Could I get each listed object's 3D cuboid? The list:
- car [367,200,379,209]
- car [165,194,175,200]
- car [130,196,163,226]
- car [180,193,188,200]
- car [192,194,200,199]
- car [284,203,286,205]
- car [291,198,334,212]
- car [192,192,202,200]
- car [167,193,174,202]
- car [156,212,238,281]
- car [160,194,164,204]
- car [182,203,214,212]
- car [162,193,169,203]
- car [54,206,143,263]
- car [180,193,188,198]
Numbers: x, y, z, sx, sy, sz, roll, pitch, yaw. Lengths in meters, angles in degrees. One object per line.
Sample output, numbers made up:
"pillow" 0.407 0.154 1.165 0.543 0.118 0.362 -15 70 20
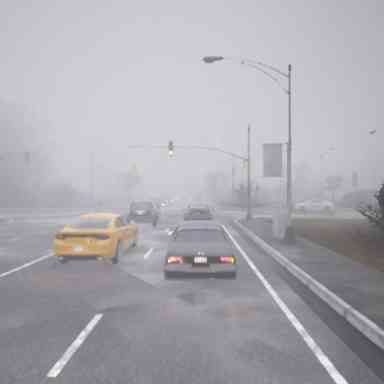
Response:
"car" 23.072 1.536 38.839 4.674 1.442 1.812 0 0 -2
"car" -5.609 1.244 85.988 2.128 1.511 4.902 0 1 1
"car" -3.379 1.368 23.341 2.097 1.767 4.553 0 0 -2
"car" -2.110 1.266 85.092 1.837 1.490 4.892 0 1 1
"car" 1.178 1.162 95.436 1.895 1.301 4.718 0 1 -4
"car" 14.118 1.485 41.991 5.008 1.535 1.882 0 0 -2
"car" 13.984 1.535 38.482 4.674 1.442 1.812 0 0 -2
"car" 1.392 0.999 85.070 2.150 2.045 5.566 0 1 1
"car" -5.793 1.151 73.735 2.150 2.045 5.566 0 0 1
"car" 0.218 1.567 9.945 2.033 1.411 5.357 0 0 1
"car" -6.223 1.489 53.887 2.128 1.511 4.902 0 0 1
"car" 0.420 1.522 22.357 1.837 1.490 4.892 0 0 1
"car" -6.014 1.493 63.280 1.837 1.490 4.892 0 0 1
"car" -3.245 1.498 12.139 1.882 1.535 5.008 0 0 1
"car" -2.316 1.003 95.223 1.812 1.442 4.674 0 1 -7
